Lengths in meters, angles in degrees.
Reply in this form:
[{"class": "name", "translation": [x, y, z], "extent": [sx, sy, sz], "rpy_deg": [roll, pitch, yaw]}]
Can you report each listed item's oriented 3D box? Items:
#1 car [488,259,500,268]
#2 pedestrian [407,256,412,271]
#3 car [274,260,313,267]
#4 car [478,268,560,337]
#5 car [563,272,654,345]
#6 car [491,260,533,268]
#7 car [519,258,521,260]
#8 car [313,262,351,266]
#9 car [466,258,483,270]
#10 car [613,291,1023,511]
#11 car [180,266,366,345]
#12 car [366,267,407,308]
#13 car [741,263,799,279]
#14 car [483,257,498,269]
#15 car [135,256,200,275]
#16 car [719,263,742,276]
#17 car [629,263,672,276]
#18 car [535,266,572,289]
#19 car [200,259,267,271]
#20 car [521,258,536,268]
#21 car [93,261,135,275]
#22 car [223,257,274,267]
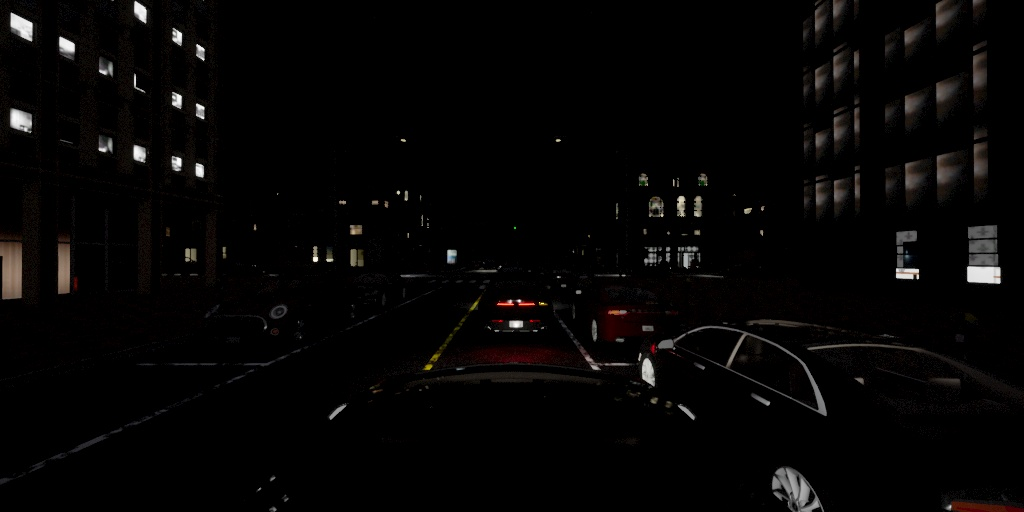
[{"class": "car", "translation": [-3.153, 1.263, 63.170], "extent": [1.837, 1.490, 4.892], "rpy_deg": [0, 0, 0]}, {"class": "pedestrian", "translation": [-12.612, 0.885, 44.208], "extent": [0.375, 1.860, 0.375], "rpy_deg": [0, -1, 1]}, {"class": "car", "translation": [-25.510, 1.197, 41.438], "extent": [4.829, 1.417, 1.751], "rpy_deg": [0, 0, 1]}, {"class": "car", "translation": [0.089, 1.256, 10.323], "extent": [1.837, 1.490, 4.892], "rpy_deg": [0, 0, 0]}, {"class": "car", "translation": [2.680, 1.296, 9.308], "extent": [1.888, 1.381, 4.507], "rpy_deg": [0, 0, 0]}, {"class": "car", "translation": [0.073, 1.230, 20.905], "extent": [1.882, 1.535, 5.008], "rpy_deg": [0, 0, 2]}, {"class": "car", "translation": [2.602, 1.340, 64.125], "extent": [1.802, 1.307, 4.207], "rpy_deg": [0, 0, 0]}, {"class": "car", "translation": [-16.617, 1.279, 35.525], "extent": [4.718, 1.301, 1.895], "rpy_deg": [0, 0, 1]}, {"class": "car", "translation": [-5.763, 1.338, 53.084], "extent": [1.802, 1.307, 4.207], "rpy_deg": [0, 0, 0]}, {"class": "car", "translation": [2.688, 1.301, 3.617], "extent": [2.007, 1.370, 4.403], "rpy_deg": [0, 0, 0]}, {"class": "car", "translation": [-5.700, 1.190, 9.313], "extent": [1.967, 1.591, 4.097], "rpy_deg": [0, 0, 0]}, {"class": "car", "translation": [-5.709, 1.302, 15.006], "extent": [2.007, 1.370, 4.403], "rpy_deg": [0, 0, 0]}, {"class": "car", "translation": [23.599, 1.433, 32.335], "extent": [4.207, 1.307, 1.802], "rpy_deg": [0, 0, 1]}, {"class": "car", "translation": [-3.157, 1.234, 53.760], "extent": [1.882, 1.535, 5.008], "rpy_deg": [0, 0, 1]}, {"class": "car", "translation": [-30.996, 0.917, 33.133], "extent": [5.009, 1.841, 2.192], "rpy_deg": [0, 0, 1]}, {"class": "car", "translation": [24.574, 1.413, 38.153], "extent": [4.674, 1.442, 1.812], "rpy_deg": [0, 0, 1]}, {"class": "car", "translation": [14.759, 1.403, 38.286], "extent": [4.181, 1.385, 1.994], "rpy_deg": [0, 0, 1]}, {"class": "car", "translation": [2.664, 1.302, 20.692], "extent": [2.007, 1.370, 4.403], "rpy_deg": [0, 0, 0]}, {"class": "car", "translation": [-25.459, 1.177, 33.056], "extent": [4.403, 1.370, 2.007], "rpy_deg": [0, 0, 1]}, {"class": "car", "translation": [2.618, 1.322, 53.083], "extent": [1.948, 1.339, 4.313], "rpy_deg": [0, 0, 0]}, {"class": "car", "translation": [-36.533, 1.130, 33.210], "extent": [4.403, 1.370, 2.007], "rpy_deg": [0, 0, 1]}, {"class": "car", "translation": [-26.906, 0.986, 35.672], "extent": [4.553, 1.767, 2.097], "rpy_deg": [0, 0, 1]}]
